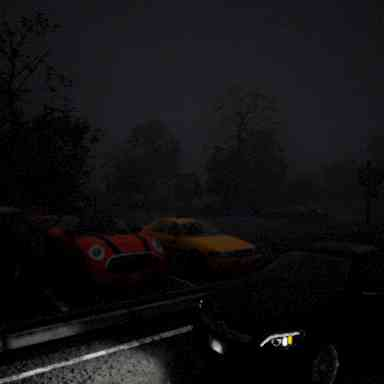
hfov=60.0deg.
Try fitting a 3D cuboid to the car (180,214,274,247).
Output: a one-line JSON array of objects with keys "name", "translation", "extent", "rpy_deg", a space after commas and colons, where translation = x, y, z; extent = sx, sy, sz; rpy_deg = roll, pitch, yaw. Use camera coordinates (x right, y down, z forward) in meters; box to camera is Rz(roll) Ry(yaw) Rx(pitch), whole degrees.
[{"name": "car", "translation": [-0.125, 1.536, 11.031], "extent": [1.946, 1.575, 5.366], "rpy_deg": [1, -1, -36]}]

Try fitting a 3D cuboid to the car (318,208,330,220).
[{"name": "car", "translation": [12.405, 2.007, 35.610], "extent": [2.185, 1.767, 4.553], "rpy_deg": [2, -1, -36]}]

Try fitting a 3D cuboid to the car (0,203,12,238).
[{"name": "car", "translation": [-11.458, 1.480, 18.407], "extent": [1.946, 1.575, 5.366], "rpy_deg": [1, 0, -36]}]

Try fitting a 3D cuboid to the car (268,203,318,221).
[{"name": "car", "translation": [9.868, 2.078, 33.702], "extent": [2.002, 1.452, 4.674], "rpy_deg": [2, -1, -36]}]

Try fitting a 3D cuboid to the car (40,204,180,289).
[{"name": "car", "translation": [-2.607, 1.375, 9.487], "extent": [2.185, 1.767, 4.553], "rpy_deg": [1, -1, -36]}]

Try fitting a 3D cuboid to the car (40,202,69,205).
[{"name": "car", "translation": [-9.308, 1.509, 19.975], "extent": [1.946, 1.575, 5.366], "rpy_deg": [1, -1, -36]}]

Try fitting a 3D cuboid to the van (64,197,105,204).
[{"name": "van", "translation": [-6.871, 1.323, 21.380], "extent": [1.878, 1.987, 4.442], "rpy_deg": [1, -1, -36]}]

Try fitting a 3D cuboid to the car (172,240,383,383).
[{"name": "car", "translation": [2.186, 1.569, 5.271], "extent": [4.674, 1.442, 1.812], "rpy_deg": [1, -1, -36]}]

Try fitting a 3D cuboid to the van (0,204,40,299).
[{"name": "van", "translation": [-5.110, 1.247, 7.766], "extent": [1.878, 1.987, 4.442], "rpy_deg": [1, 0, -36]}]
